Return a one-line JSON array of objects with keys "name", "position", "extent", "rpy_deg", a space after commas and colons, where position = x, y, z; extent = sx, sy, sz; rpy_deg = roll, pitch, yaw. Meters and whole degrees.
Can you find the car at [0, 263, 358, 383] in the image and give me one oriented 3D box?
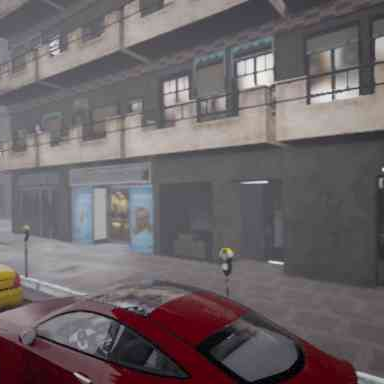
[{"name": "car", "position": [-0.583, 1.576, 3.304], "extent": [4.206, 1.307, 1.802], "rpy_deg": [0, -1, 35]}]
